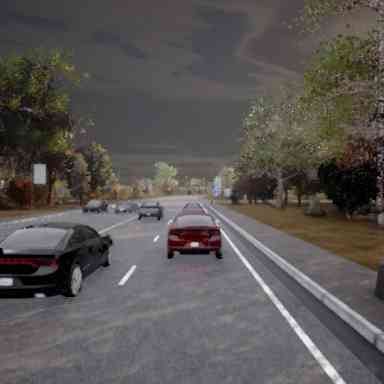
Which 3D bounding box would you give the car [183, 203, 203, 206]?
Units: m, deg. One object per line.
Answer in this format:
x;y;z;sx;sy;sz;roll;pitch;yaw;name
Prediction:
0.086;1.651;29.183;1.994;1.385;4.181;0;0;0;car

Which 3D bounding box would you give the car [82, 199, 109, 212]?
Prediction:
-10.602;1.586;36.859;1.882;1.535;5.008;0;0;0;car

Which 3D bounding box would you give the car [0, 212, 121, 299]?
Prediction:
-3.419;1.507;8.613;1.882;1.535;5.008;0;0;0;car

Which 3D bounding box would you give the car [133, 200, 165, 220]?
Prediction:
-3.415;1.577;28.651;2.128;1.511;4.902;0;0;0;car

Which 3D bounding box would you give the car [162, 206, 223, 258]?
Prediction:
0.088;1.519;12.988;1.882;1.535;5.008;0;0;0;car

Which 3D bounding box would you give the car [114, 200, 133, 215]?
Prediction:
-7.104;1.599;36.058;2.128;1.511;4.902;0;0;0;car
